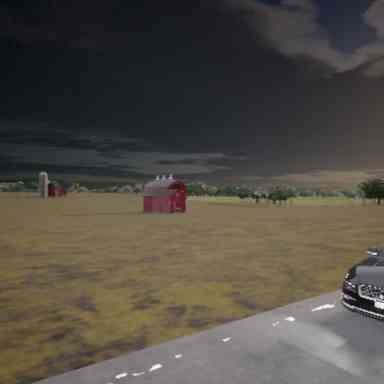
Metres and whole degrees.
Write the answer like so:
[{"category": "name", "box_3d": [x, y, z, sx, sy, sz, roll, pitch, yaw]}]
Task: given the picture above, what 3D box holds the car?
[{"category": "car", "box_3d": [4.906, 1.511, 6.566, 4.892, 1.490, 1.837, 0, 0, -35]}]
